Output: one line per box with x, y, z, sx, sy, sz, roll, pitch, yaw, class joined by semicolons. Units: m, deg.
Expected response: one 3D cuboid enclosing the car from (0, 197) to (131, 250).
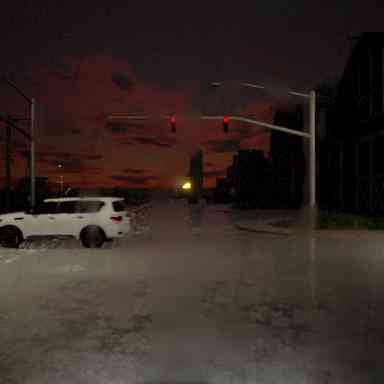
-5.389;1.233;14.069;5.566;2.045;2.150;0;0;1;car

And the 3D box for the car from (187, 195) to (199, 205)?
0.194;1.496;57.563;2.033;1.411;5.357;0;-1;1;car

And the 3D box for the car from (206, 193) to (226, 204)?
4.321;1.144;59.865;1.905;1.878;3.866;-8;3;-42;car

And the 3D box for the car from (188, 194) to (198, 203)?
0.179;1.352;67.303;2.097;1.767;4.553;0;0;0;car
